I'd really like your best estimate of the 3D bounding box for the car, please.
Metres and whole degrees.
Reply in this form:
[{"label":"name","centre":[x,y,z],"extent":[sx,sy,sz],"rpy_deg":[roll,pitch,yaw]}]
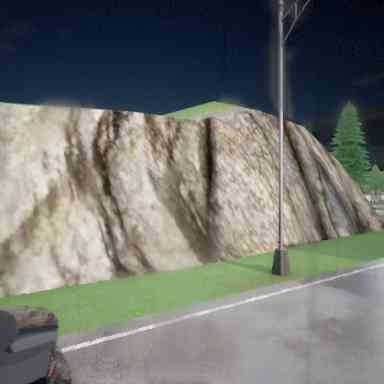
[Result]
[{"label":"car","centre":[-3.198,1.505,1.694],"extent":[4.892,1.490,1.837],"rpy_deg":[0,0,-36]}]
